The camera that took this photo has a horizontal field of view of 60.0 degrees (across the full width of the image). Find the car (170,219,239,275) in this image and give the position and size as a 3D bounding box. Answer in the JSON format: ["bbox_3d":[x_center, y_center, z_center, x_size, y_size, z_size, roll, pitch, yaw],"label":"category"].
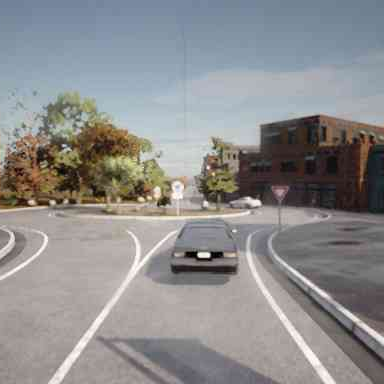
[{"bbox_3d":[0.452,1.550,10.450,2.033,1.411,5.357,0,0,4],"label":"car"}]

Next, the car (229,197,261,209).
[{"bbox_3d":[6.706,1.379,42.278,1.812,1.442,4.674,-2,0,-36],"label":"car"}]
